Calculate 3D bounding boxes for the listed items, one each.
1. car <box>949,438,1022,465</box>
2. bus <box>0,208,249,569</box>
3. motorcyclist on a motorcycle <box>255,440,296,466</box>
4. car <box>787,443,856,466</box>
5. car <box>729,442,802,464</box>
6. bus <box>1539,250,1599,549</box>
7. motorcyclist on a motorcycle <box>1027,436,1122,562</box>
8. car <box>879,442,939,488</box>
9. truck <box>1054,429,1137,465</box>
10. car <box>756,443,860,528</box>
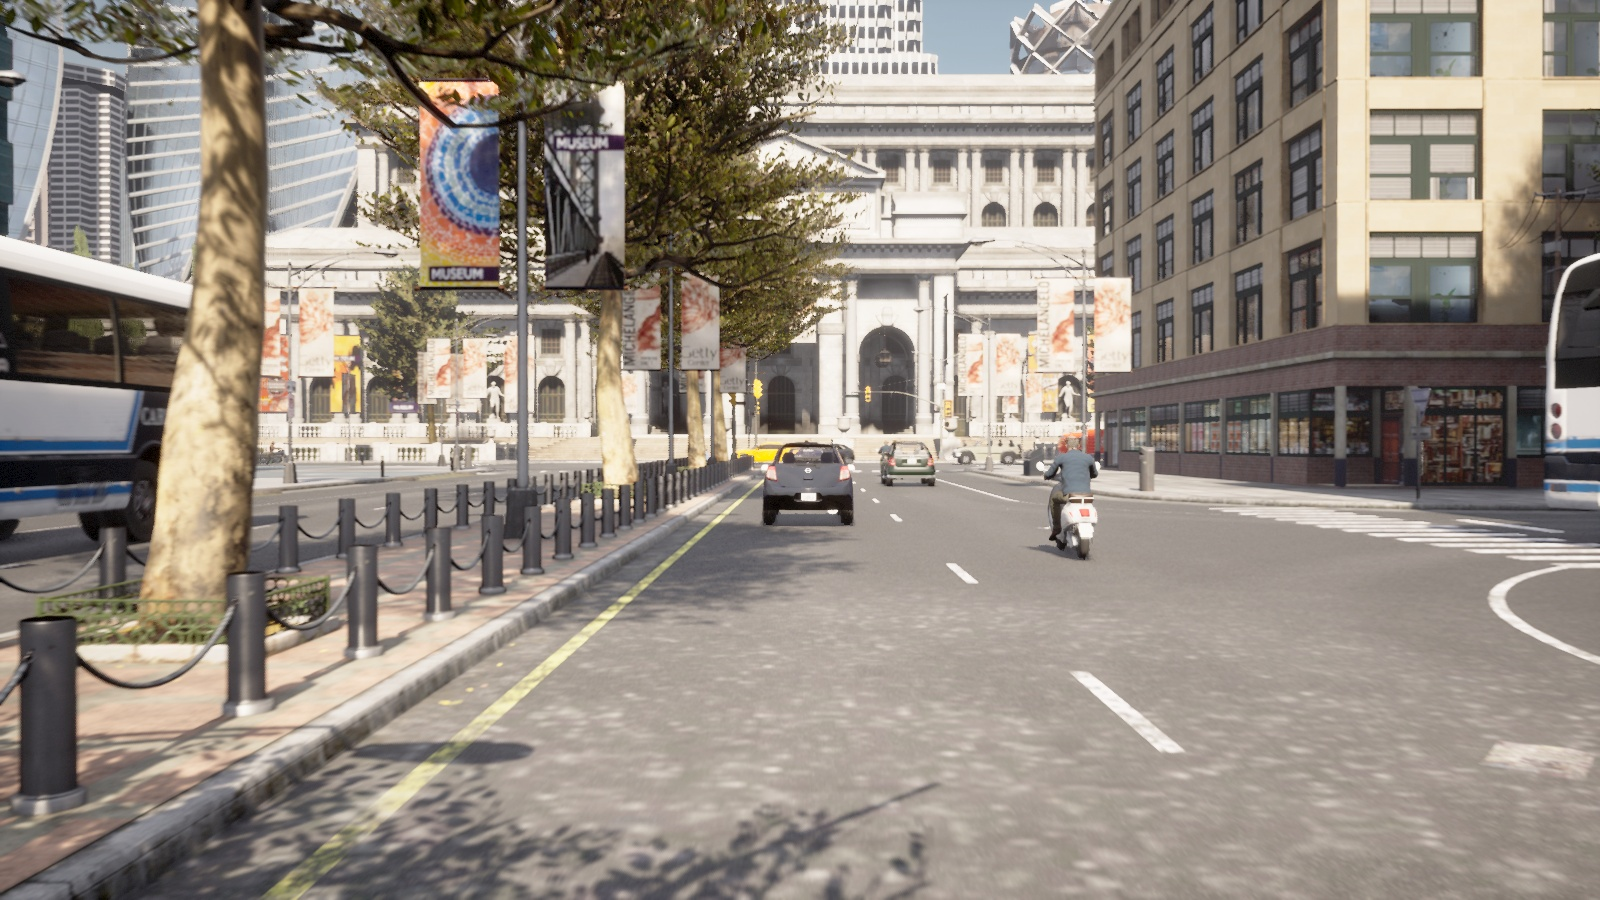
[{"bbox_3d":[12.472,0.096,84.586,4.605,1.855,1.932,0,0,1],"label":"car"},{"bbox_3d":[-11.391,-0.731,16.251,3.944,4.253,10.273,0,0,0],"label":"bus"},{"bbox_3d":[-34.028,0.210,81.535,2.350,1.649,0.766,0,0,0],"label":"motorcyclist on a motorcycle"},{"bbox_3d":[1.407,0.298,82.176,4.193,1.474,1.816,0,0,-24],"label":"car"},{"bbox_3d":[-2.389,0.225,88.232,5.008,1.535,1.882,0,0,1],"label":"car"},{"bbox_3d":[16.608,-0.719,18.204,10.273,4.253,3.944,0,0,-13],"label":"bus"},{"bbox_3d":[3.610,0.609,16.678,0.866,1.590,1.817,0,0,0],"label":"motorcyclist on a motorcycle"},{"bbox_3d":[3.763,0.481,43.889,1.789,1.549,3.705,0,0,0],"label":"car"},{"bbox_3d":[20.654,-0.220,88.005,5.204,2.467,2.627,0,0,1],"label":"truck"},{"bbox_3d":[0.152,0.624,24.131,1.845,1.501,3.633,0,0,0],"label":"car"}]
